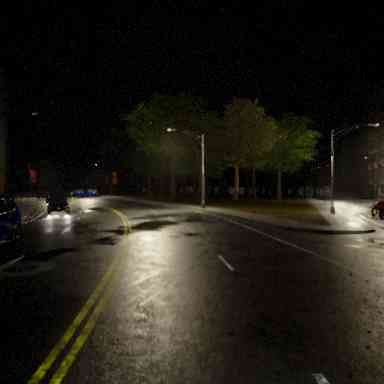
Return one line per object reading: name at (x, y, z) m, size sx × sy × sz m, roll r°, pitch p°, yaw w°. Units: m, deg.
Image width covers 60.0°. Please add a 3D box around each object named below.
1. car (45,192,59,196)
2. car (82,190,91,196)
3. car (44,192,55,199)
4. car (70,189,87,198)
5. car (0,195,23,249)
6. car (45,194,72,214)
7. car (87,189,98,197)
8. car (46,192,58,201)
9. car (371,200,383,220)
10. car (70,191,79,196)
car at (-21.937, 0.795, 52.939) m, size 2.097 × 1.767 × 4.553 m, roll -1°, pitch 1°, yaw -24°
car at (-28.839, 0.237, 91.045) m, size 1.837 × 1.490 × 4.892 m, roll -1°, pitch 1°, yaw -25°
car at (-32.604, 0.687, 75.999) m, size 2.128 × 1.511 × 4.902 m, roll -1°, pitch 1°, yaw -25°
car at (-27.415, 0.279, 80.251) m, size 2.150 × 2.045 × 5.566 m, roll -1°, pitch 1°, yaw -25°
car at (-7.509, 1.148, 10.995) m, size 2.150 × 2.045 × 5.566 m, roll 0°, pitch 1°, yaw -8°
car at (-12.385, 1.206, 30.989) m, size 1.837 × 1.490 × 4.892 m, roll -1°, pitch 1°, yaw -20°
car at (-24.468, 0.234, 81.619) m, size 2.150 × 2.045 × 5.566 m, roll -1°, pitch 1°, yaw -25°
car at (-26.585, 0.828, 63.022) m, size 1.837 × 1.490 × 4.892 m, roll -1°, pitch 1°, yaw -25°
car at (15.320, 1.361, 25.917) m, size 1.812 × 1.442 × 4.674 m, roll 0°, pitch 0°, yaw 18°
car at (-31.798, 0.377, 89.707) m, size 1.895 × 1.301 × 4.718 m, roll -1°, pitch 1°, yaw -25°
